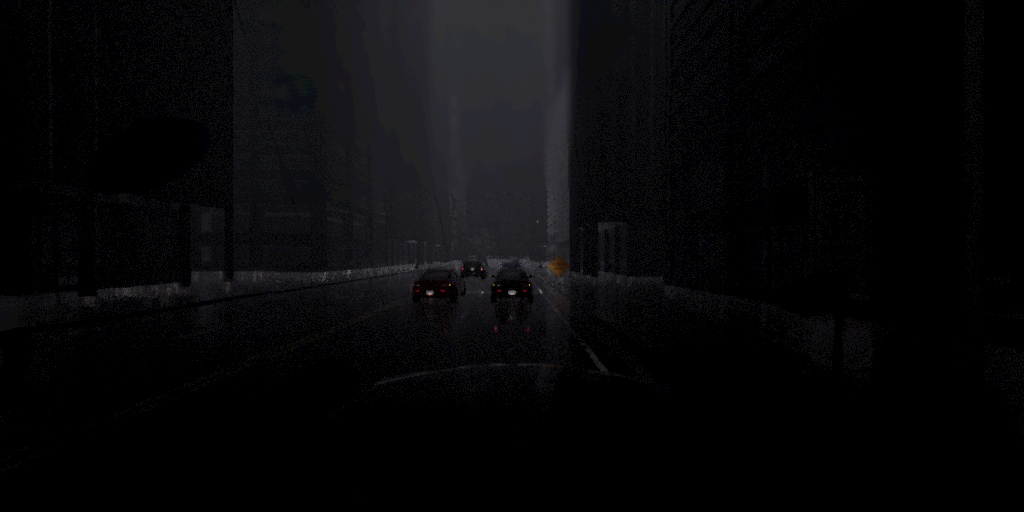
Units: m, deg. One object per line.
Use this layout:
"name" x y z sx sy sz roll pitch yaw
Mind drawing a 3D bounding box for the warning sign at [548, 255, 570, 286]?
"warning sign" 2.850 0.867 21.697 1.300 1.860 1.060 0 0 0

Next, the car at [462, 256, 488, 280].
"car" -3.250 1.124 31.470 2.097 1.767 4.553 0 0 0

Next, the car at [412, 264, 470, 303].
"car" -3.249 1.285 16.500 1.812 1.442 4.674 0 0 0

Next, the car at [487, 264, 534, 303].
"car" 0.000 1.285 16.500 1.812 1.442 4.674 0 0 0

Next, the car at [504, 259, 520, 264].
"car" 0.000 1.242 31.500 1.882 1.535 5.008 0 0 0
